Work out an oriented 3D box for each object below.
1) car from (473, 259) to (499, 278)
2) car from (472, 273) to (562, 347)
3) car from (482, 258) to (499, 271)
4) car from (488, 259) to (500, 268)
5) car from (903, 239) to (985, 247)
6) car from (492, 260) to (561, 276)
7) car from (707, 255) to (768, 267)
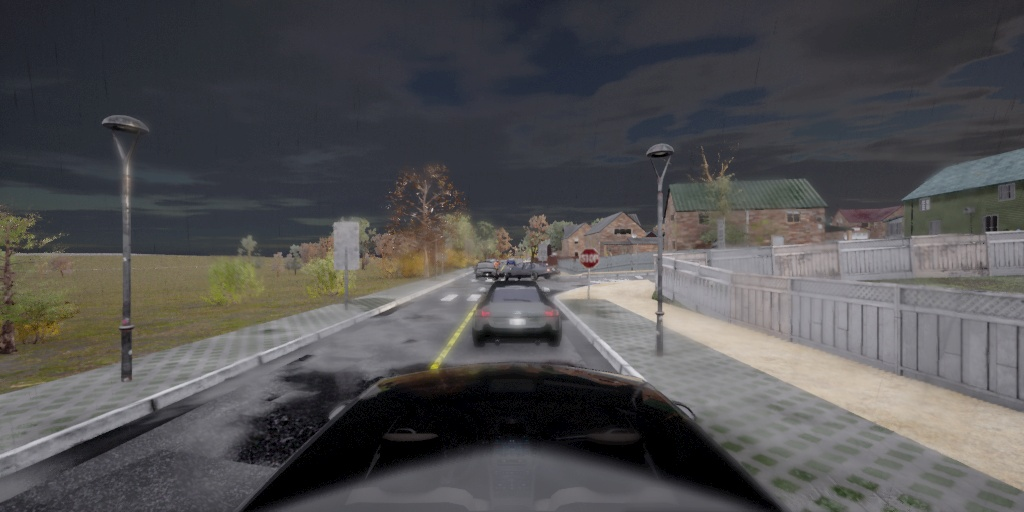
[{"bbox_3d":[-2.332,1.257,31.241,1.837,1.490,4.892,0,0,-8],"label":"car"},{"bbox_3d":[0.081,1.313,9.322,1.994,1.385,4.181,0,0,-1],"label":"car"},{"bbox_3d":[-2.984,1.119,51.057,2.097,1.767,4.553,0,0,0],"label":"car"},{"bbox_3d":[-2.996,1.254,61.094,1.882,1.535,5.008,0,0,0],"label":"car"},{"bbox_3d":[23.837,-0.209,20.357,4.902,1.511,2.128,-3,0,14],"label":"car"},{"bbox_3d":[1.263,1.197,28.340,5.357,1.411,2.033,-4,-3,43],"label":"car"},{"bbox_3d":[14.329,0.412,22.753,4.181,1.385,1.994,-3,0,16],"label":"car"}]
